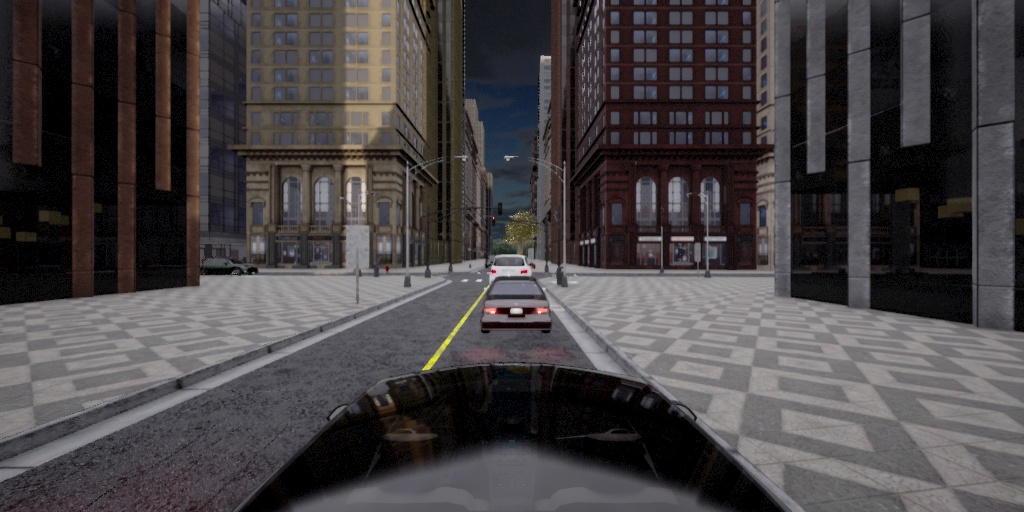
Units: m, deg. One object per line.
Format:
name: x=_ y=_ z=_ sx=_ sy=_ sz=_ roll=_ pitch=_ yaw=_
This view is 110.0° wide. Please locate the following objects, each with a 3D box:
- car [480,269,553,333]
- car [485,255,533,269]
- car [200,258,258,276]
car: x=0.092 y=1.292 z=10.638 sx=2.033 sy=1.411 sz=5.357 roll=0 pitch=0 yaw=0
car: x=0.019 y=0.960 z=20.883 sx=2.150 sy=2.045 sz=5.566 roll=0 pitch=0 yaw=4
car: x=-26.307 y=1.000 z=33.373 sx=4.553 sy=1.767 sz=2.097 roll=0 pitch=0 yaw=0
